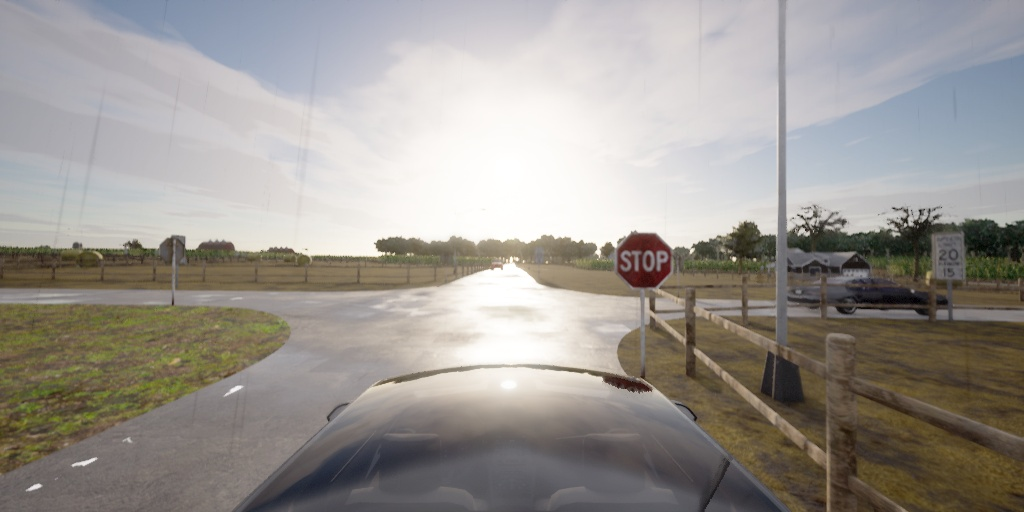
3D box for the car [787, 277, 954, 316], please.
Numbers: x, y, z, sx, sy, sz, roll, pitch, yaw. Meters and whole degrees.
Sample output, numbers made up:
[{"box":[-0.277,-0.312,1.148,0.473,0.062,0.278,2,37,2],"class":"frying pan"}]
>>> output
[{"box":[13.936,1.538,14.292,5.357,1.411,2.033,1,-2,0],"class":"car"}]
